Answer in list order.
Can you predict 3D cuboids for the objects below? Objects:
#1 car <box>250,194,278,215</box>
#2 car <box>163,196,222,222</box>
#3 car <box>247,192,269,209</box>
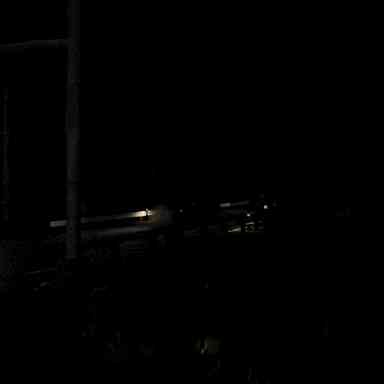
[{"bbox_3d":[6.444,0.958,24.543,1.994,1.385,4.181,0,2,42],"label":"car"},{"bbox_3d":[0.095,1.091,22.946,2.128,1.511,4.902,0,3,41],"label":"car"},{"bbox_3d":[6.974,0.779,30.642,1.882,1.535,5.008,0,1,42],"label":"car"}]
